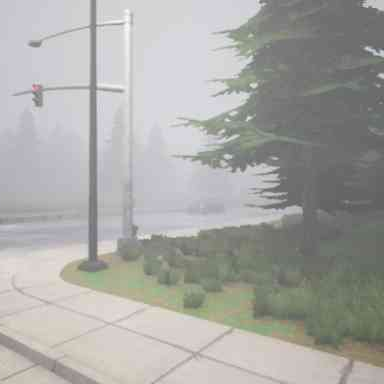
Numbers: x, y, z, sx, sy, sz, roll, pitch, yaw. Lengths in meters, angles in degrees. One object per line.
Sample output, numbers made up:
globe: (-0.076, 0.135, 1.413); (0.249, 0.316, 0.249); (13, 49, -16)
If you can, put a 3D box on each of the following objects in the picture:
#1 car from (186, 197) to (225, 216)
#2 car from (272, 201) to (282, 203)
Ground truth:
car: (1.357, 1.288, 32.265); (2.097, 1.767, 4.553); (0, 0, 35)
car: (13.238, 1.511, 48.689); (1.994, 1.385, 4.181); (0, 0, 37)
